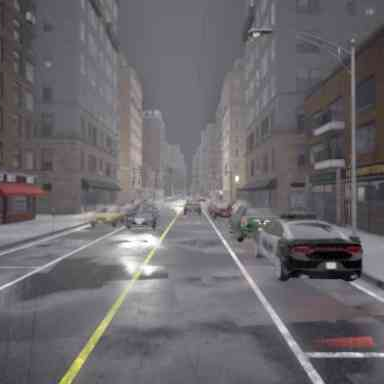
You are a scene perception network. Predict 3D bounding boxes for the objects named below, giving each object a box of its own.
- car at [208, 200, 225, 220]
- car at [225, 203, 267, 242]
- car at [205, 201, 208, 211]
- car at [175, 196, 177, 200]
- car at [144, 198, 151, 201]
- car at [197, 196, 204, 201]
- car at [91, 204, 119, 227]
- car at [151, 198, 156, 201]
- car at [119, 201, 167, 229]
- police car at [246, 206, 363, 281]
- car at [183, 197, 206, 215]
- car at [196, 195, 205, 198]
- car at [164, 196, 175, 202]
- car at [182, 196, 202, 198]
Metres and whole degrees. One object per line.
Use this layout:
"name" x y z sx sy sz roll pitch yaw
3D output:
"car" 2.673 1.649 29.346 1.887 1.381 4.507 0 0 0
"car" 3.111 1.410 16.937 2.097 1.767 4.553 0 0 0
"car" 2.671 1.672 34.837 1.887 1.381 4.507 0 0 0
"car" -6.104 1.974 95.192 1.887 1.381 4.507 0 0 -1
"car" -5.855 1.567 34.829 1.967 1.590 4.097 0 0 0
"car" 2.419 1.957 95.438 1.752 1.417 4.829 0 0 -1
"car" -5.854 1.607 23.673 1.752 1.417 4.829 0 0 0
"car" -5.857 1.614 45.815 1.967 1.590 4.097 0 0 0
"car" -3.102 1.568 22.094 2.128 1.511 4.902 0 0 0
"police car" 3.133 1.458 10.077 1.930 1.638 5.238 0 0 0
"car" 0.073 1.621 35.624 2.128 1.511 4.902 0 0 0
"car" 2.527 1.908 84.255 1.887 1.381 4.507 0 0 -1
"car" -5.998 1.913 84.176 2.008 1.369 4.403 0 0 -1
"car" 0.045 1.675 47.782 2.128 1.511 4.902 0 0 1
